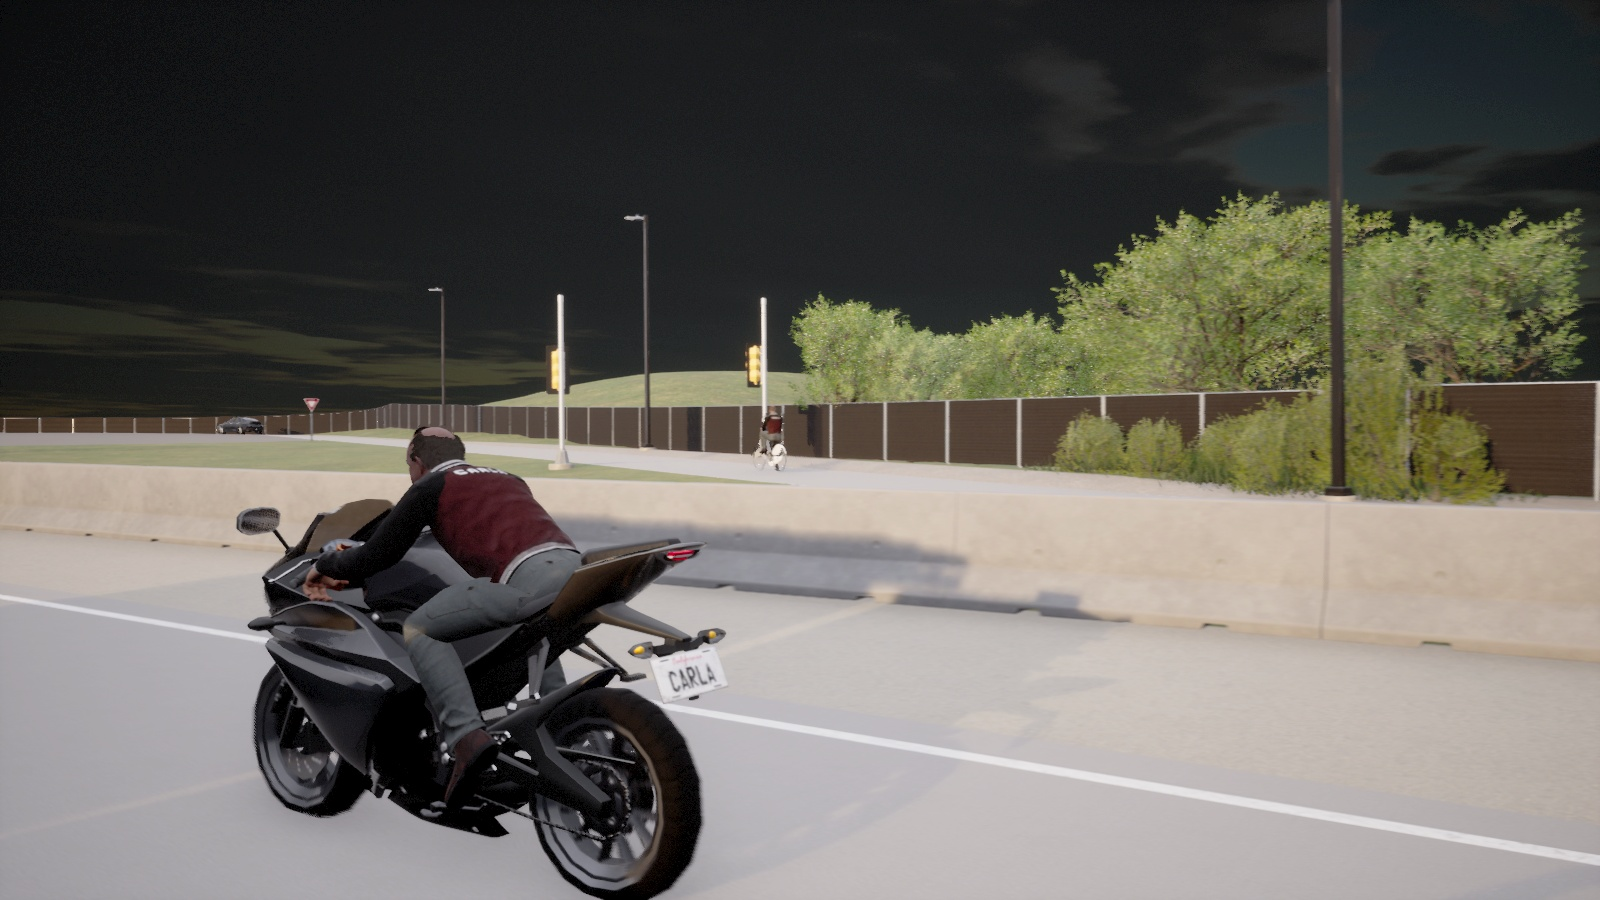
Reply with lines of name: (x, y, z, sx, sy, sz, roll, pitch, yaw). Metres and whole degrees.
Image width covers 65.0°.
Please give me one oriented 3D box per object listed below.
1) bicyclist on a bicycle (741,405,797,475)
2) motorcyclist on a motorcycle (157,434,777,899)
bicyclist on a bicycle: (-0.829, -0.284, 33.147, 0.659, 1.776, 1.843, -2, 2, -29)
motorcyclist on a motorcycle: (-1.236, 0.718, 4.446, 2.191, 1.530, 0.866, 0, 1, 34)
